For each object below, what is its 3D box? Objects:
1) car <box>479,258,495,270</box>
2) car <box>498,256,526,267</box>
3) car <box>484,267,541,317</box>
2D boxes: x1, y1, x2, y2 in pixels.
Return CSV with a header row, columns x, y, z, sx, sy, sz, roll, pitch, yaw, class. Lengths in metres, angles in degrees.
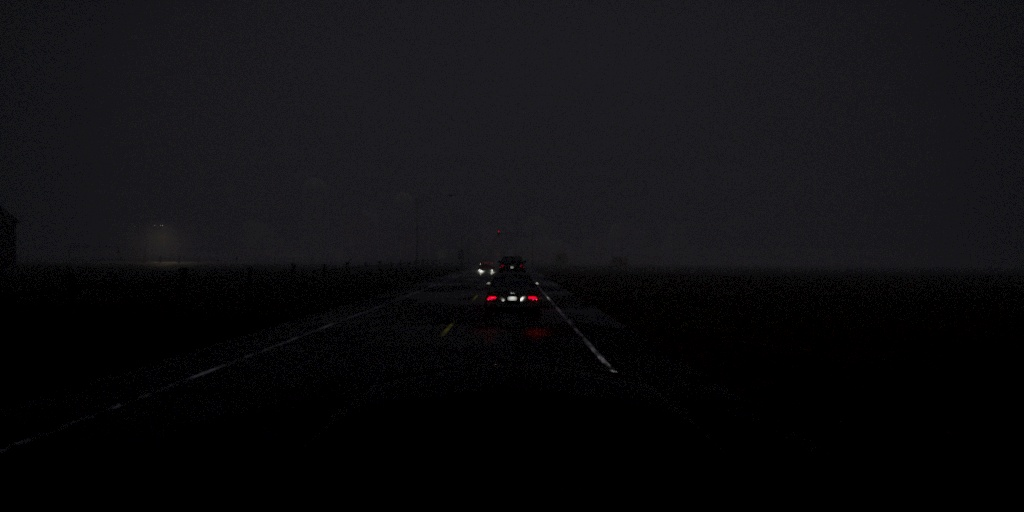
x,y,z,sx,sy,sz,roll,pitch,yaw,class
-3.651,1.097,52.405,2.097,1.767,4.553,0,0,0,car
0.019,0.979,30.578,2.150,2.045,5.566,0,0,0,car
0.029,1.302,13.105,2.033,1.411,5.357,0,0,0,car
